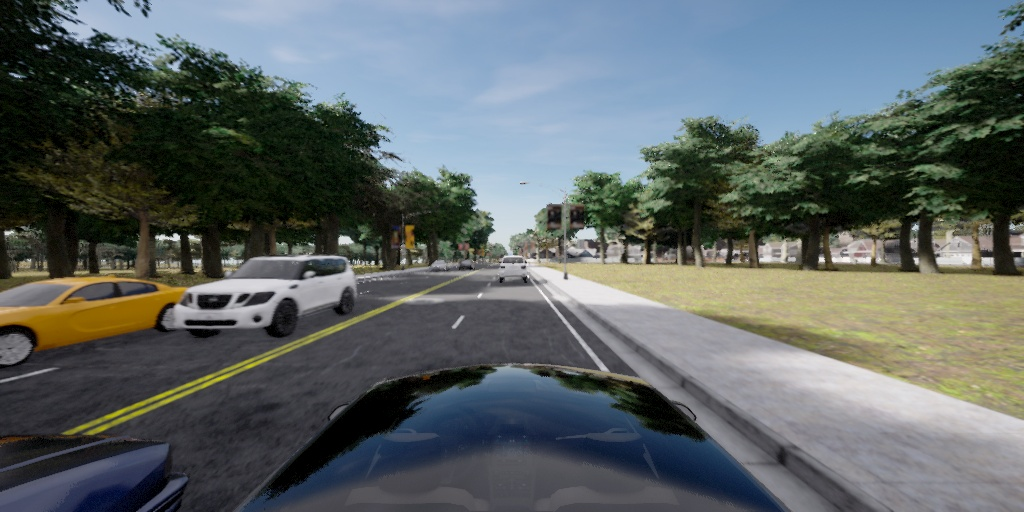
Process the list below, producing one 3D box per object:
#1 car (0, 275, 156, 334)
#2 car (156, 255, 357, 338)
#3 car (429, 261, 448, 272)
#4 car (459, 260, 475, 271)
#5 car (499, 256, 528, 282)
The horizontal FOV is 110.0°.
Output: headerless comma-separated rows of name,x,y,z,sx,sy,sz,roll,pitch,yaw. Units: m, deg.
car,-9.851,1.229,7.996,1.882,1.535,5.008,0,0,0
car,-6.601,0.975,10.579,2.150,2.045,5.566,0,0,0
car,-9.829,1.363,48.663,1.812,1.442,4.674,0,0,0
car,-6.569,1.327,52.231,1.882,1.535,5.008,0,0,0
car,0.099,1.000,29.236,2.150,2.045,5.566,0,0,0
